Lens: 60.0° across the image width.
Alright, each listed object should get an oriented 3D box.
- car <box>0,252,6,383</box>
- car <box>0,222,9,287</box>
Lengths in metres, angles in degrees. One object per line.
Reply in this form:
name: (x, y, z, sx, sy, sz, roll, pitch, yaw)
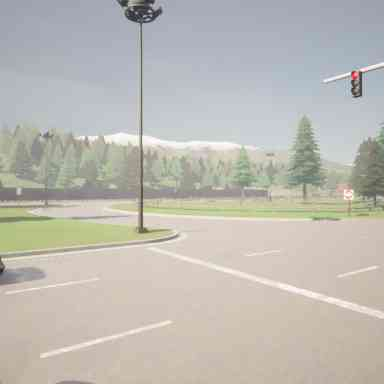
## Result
car: (-3.314, 1.352, 1.380, 4.553, 1.767, 2.097, 0, 0, -36)
car: (-7.162, 1.547, 7.234, 5.357, 1.411, 2.033, 0, 0, -35)
